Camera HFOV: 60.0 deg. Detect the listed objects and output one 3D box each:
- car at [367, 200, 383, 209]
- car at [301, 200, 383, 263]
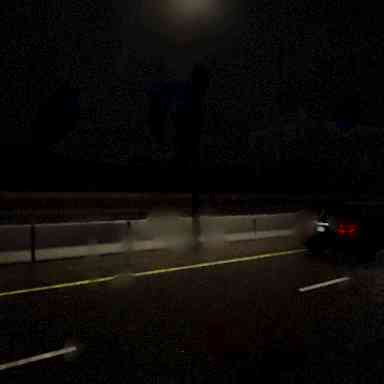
[{"bbox_3d":[32.974,2.175,58.434,4.902,1.511,2.128,1,0,-41],"label":"car"},{"bbox_3d":[6.563,1.365,12.838,5.566,2.045,2.150,0,0,-35],"label":"car"}]
